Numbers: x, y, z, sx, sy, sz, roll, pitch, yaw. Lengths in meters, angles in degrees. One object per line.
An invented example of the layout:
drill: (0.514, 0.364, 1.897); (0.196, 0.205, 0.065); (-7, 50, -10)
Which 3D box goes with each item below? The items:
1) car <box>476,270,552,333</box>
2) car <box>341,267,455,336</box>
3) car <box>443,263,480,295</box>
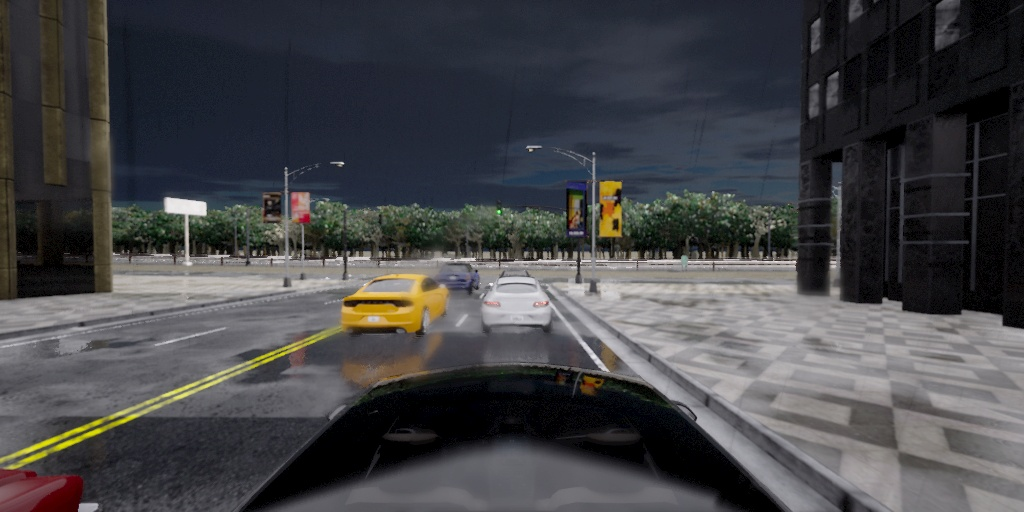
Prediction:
car: (0.138, 1.320, 10.821); (1.812, 1.442, 4.674); (0, 0, 0)
car: (-3.116, 1.271, 10.566); (1.882, 1.535, 5.008); (0, 0, 0)
car: (-3.074, 1.194, 20.851); (2.097, 1.767, 4.553); (0, 0, 0)
